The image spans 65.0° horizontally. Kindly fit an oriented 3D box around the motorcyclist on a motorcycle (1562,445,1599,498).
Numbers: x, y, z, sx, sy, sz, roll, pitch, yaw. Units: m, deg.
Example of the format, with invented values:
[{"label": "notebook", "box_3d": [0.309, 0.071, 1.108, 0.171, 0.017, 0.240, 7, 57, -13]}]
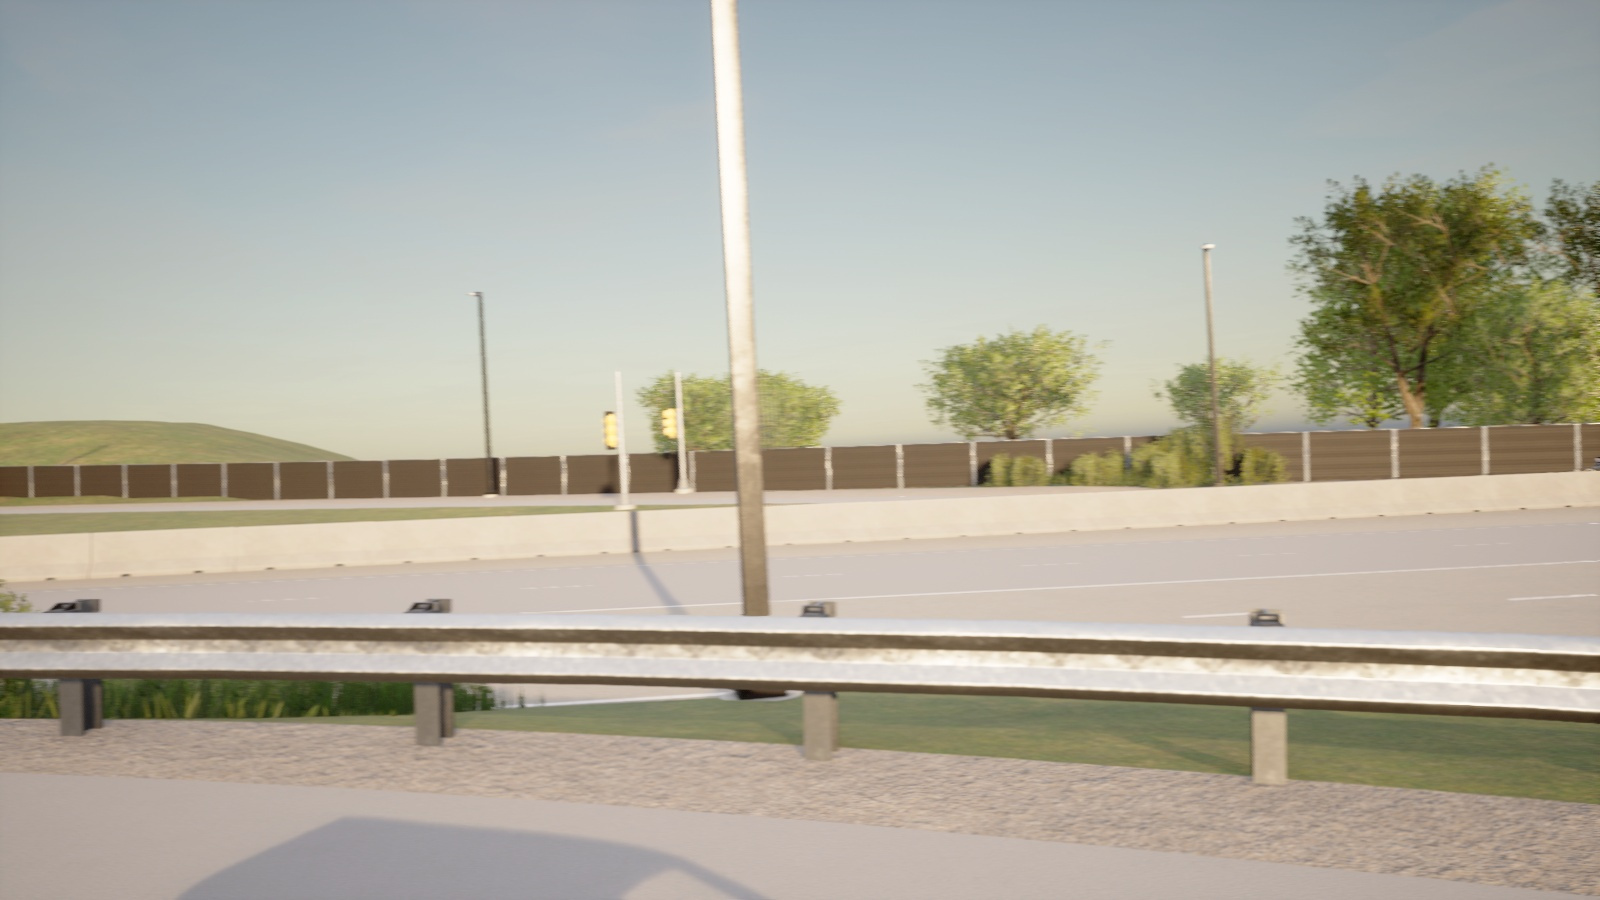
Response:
[{"label": "motorcyclist on a motorcycle", "box_3d": [25.770, 0.680, 40.077, 2.350, 1.649, 0.766, -1, 0, 13]}]
